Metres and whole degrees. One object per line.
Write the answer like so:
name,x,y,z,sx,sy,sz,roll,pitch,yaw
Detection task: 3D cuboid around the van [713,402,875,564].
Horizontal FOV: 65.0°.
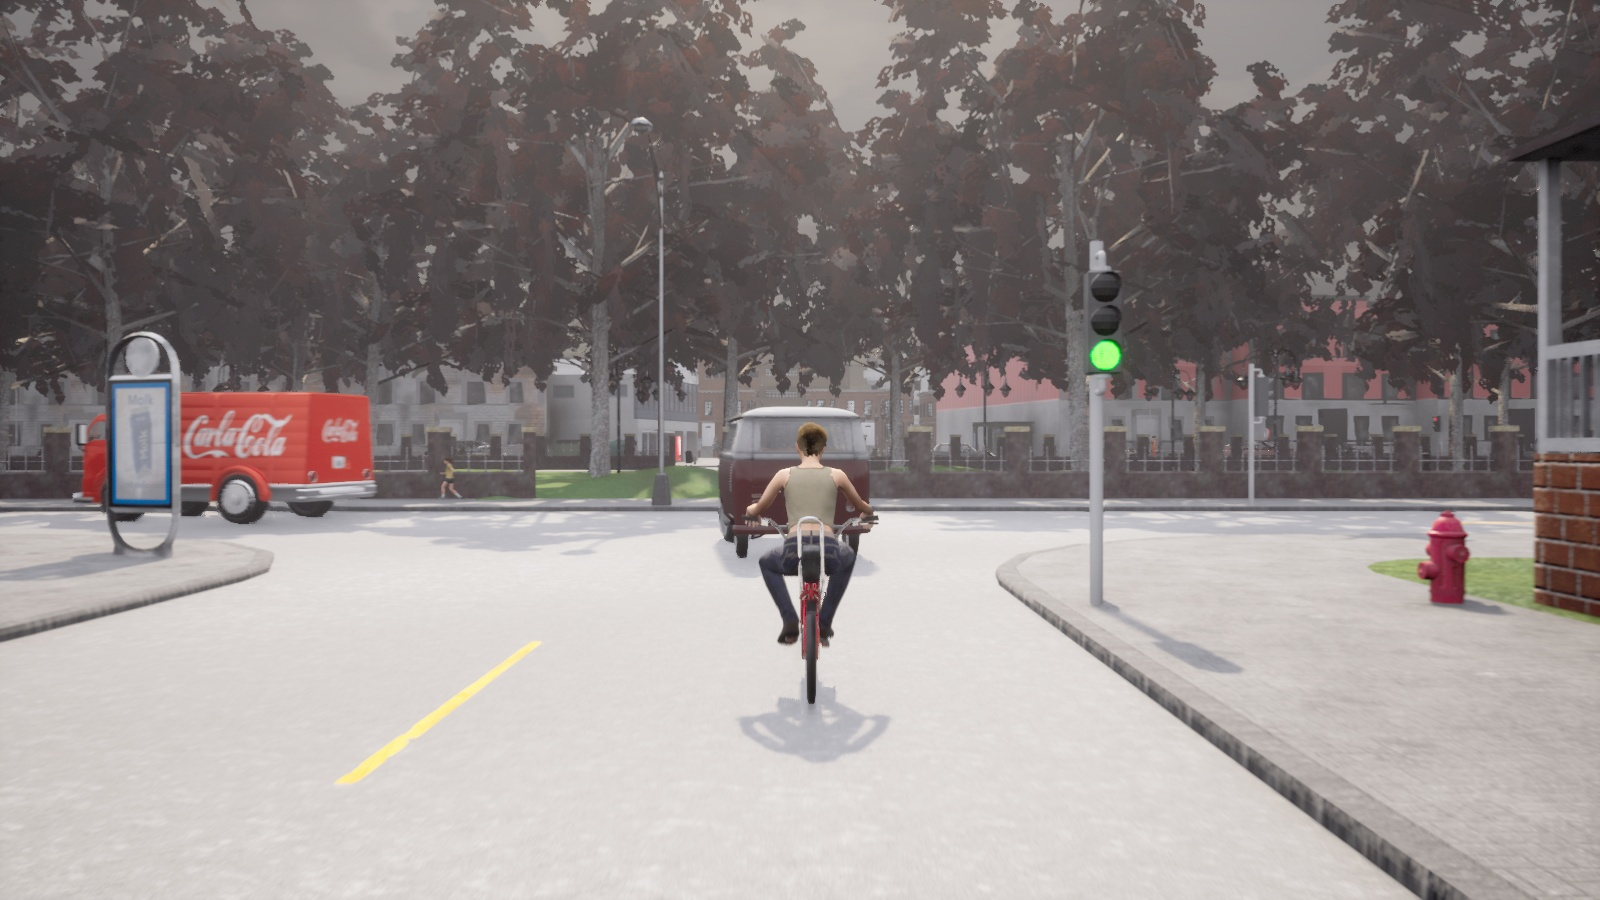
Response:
van,-0.218,0.399,17.781,1.775,1.987,4.442,0,0,-7

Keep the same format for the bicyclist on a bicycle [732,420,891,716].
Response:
bicyclist on a bicycle,0.063,0.640,7.604,0.866,1.612,1.509,0,0,0

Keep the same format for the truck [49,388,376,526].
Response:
truck,-11.297,0.112,24.356,5.204,2.467,2.627,0,0,12

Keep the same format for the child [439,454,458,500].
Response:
child,-8.561,0.657,30.556,0.394,1.110,0.255,0,0,0

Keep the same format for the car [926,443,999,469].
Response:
car,9.082,0.322,70.417,3.806,1.475,1.970,0,0,0

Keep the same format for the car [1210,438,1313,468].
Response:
car,25.813,0.149,70.351,5.027,1.651,2.152,0,0,1

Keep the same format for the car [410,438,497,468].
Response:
car,-20.536,0.168,74.546,4.553,1.767,2.097,0,0,0
